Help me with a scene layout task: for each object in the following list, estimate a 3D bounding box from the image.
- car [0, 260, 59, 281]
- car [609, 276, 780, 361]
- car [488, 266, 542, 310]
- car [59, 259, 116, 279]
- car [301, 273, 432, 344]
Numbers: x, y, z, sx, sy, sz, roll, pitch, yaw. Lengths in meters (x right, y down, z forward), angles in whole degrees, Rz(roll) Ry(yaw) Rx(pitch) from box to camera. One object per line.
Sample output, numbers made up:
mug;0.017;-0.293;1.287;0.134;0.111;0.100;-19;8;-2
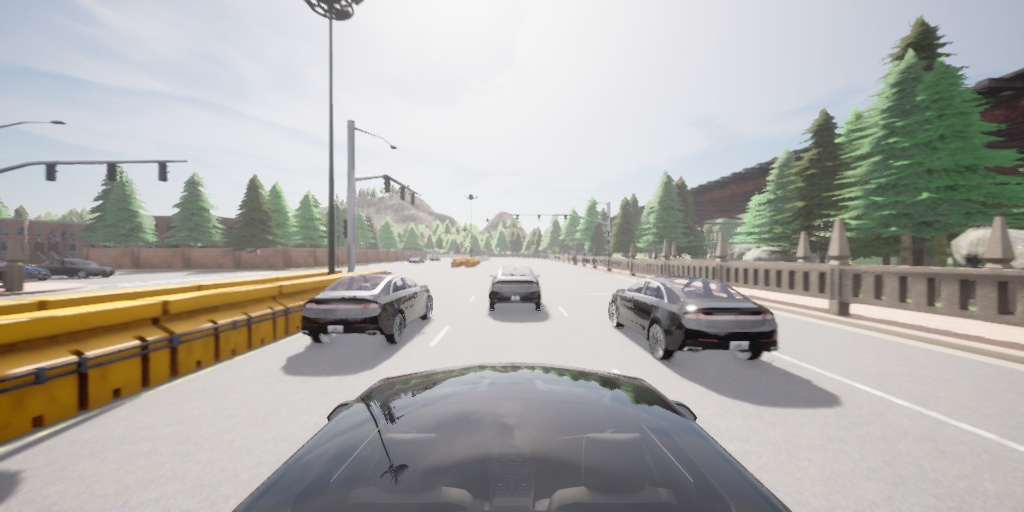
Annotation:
car;-34.994;1.065;24.767;4.674;1.442;1.812;0;1;-1
car;3.608;1.185;8.113;2.128;1.511;4.902;0;0;0
car;0.115;1.134;13.957;2.128;1.511;4.902;0;1;0
car;-34.299;1.009;28.276;4.892;1.490;1.837;1;1;0
car;-3.391;1.173;9.311;2.128;1.511;4.902;0;0;0
